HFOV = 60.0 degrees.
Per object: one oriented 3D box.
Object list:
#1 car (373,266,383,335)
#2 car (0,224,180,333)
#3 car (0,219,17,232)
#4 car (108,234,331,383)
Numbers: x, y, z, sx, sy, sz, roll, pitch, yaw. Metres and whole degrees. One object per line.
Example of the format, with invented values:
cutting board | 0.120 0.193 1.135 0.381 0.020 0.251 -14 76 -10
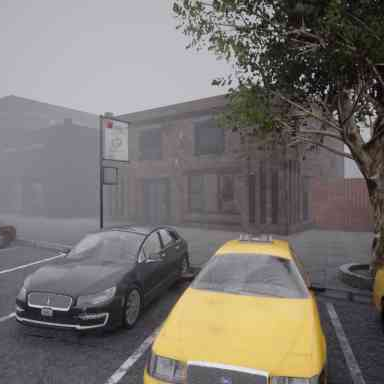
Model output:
car | 3.405 1.480 3.442 1.946 1.575 5.366 1 -1 16
car | -1.424 1.487 7.117 2.231 1.521 4.892 1 -1 16
car | -8.741 1.528 12.359 2.002 1.452 4.674 1 -1 16
car | 0.962 1.480 5.186 1.946 1.575 5.366 1 -1 16
